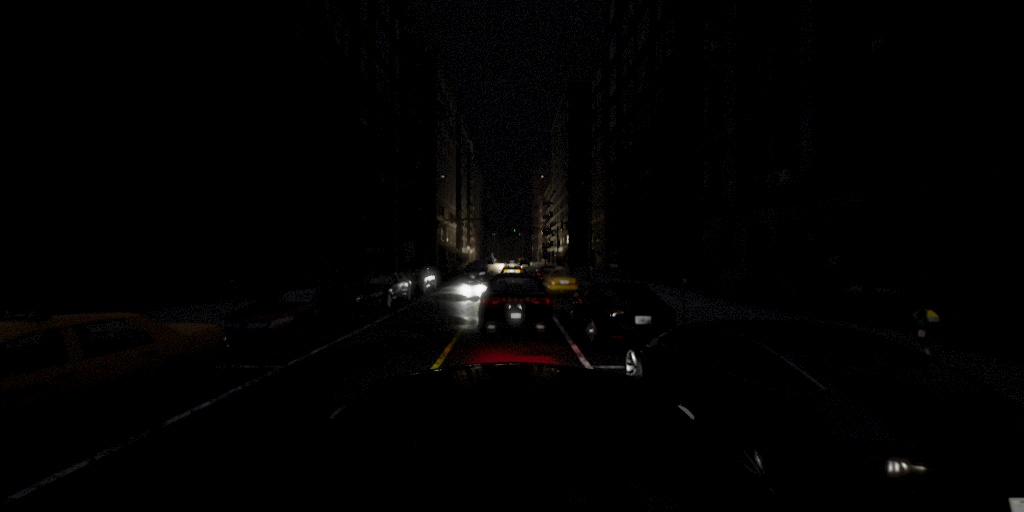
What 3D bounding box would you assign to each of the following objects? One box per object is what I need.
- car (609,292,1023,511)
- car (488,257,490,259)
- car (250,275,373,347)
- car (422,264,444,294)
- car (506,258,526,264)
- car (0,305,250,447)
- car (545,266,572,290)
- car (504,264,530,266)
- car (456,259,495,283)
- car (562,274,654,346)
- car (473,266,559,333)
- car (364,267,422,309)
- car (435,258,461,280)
[{"bbox_3d":[2.636,1.317,3.849,1.948,1.339,4.313,0,0,0],"label":"car"},{"bbox_3d":[-5.365,1.309,62.844,1.888,1.381,4.507,0,0,0],"label":"car"},{"bbox_3d":[-5.387,1.337,9.275,1.802,1.307,4.207,0,0,0],"label":"car"},{"bbox_3d":[-5.382,1.309,20.101,2.007,1.370,4.403,0,0,0],"label":"car"},{"bbox_3d":[0.014,1.217,31.513,1.801,1.575,5.366,0,0,0],"label":"car"},{"bbox_3d":[-5.389,1.277,3.691,1.751,1.417,4.829,0,0,0],"label":"car"},{"bbox_3d":[2.643,1.284,20.258,1.751,1.417,4.829,0,0,0],"label":"car"},{"bbox_3d":[0.107,1.360,21.016,1.895,1.301,4.718,0,0,1],"label":"car"},{"bbox_3d":[-2.770,1.252,28.096,2.128,1.511,4.902,0,0,1],"label":"car"},{"bbox_3d":[2.638,1.321,9.262,1.948,1.339,4.313,0,0,0],"label":"car"},{"bbox_3d":[0.103,1.234,10.850,1.882,1.535,5.008,0,0,0],"label":"car"},{"bbox_3d":[-5.384,1.308,14.688,2.007,1.370,4.403,0,0,0],"label":"car"},{"bbox_3d":[-5.378,1.075,30.926,2.192,1.841,5.009,0,0,0],"label":"car"}]
